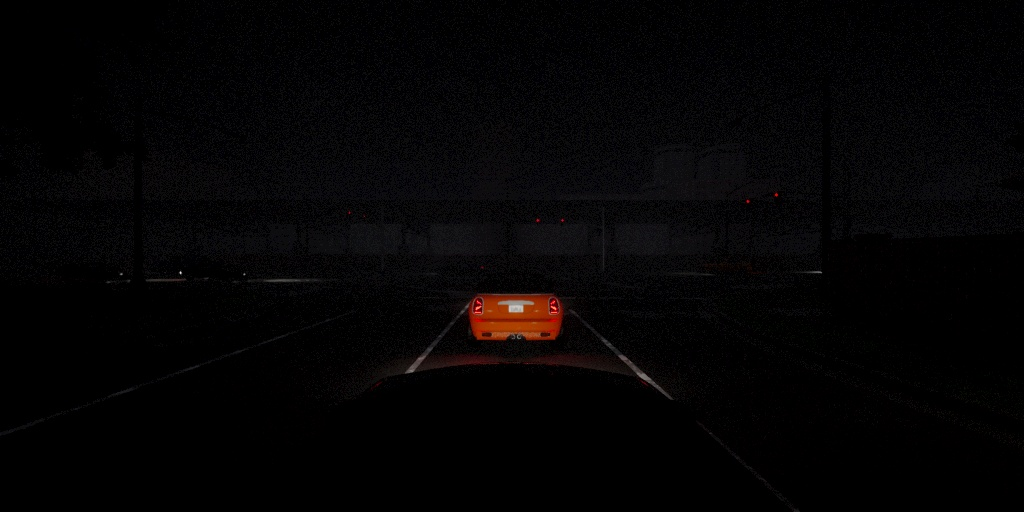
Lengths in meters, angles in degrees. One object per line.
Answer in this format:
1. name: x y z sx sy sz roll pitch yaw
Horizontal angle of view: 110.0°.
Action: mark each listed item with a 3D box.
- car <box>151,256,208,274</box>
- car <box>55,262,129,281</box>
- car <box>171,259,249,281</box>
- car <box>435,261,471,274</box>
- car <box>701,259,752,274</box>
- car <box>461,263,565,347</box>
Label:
1. car: -37.296 0.966 40.536 5.566 2.045 2.150 0 0 1
2. car: -34.848 1.238 29.836 4.902 1.511 2.128 0 0 2
3. car: -24.455 1.238 29.529 4.902 1.511 2.128 0 0 1
4. car: -5.702 1.292 39.751 5.357 1.411 2.033 0 0 1
5. car: 23.224 1.093 39.022 5.008 1.535 1.882 -1 0 1
6. car: 0.083 1.102 9.490 2.097 1.767 4.553 0 0 0
